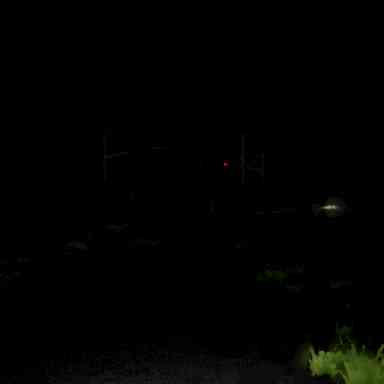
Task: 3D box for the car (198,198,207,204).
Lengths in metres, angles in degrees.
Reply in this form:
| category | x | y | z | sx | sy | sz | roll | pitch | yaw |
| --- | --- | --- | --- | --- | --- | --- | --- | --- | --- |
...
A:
| category | x | y | z | sx | sy | sz | roll | pitch | yaw |
| --- | --- | --- | --- | --- | --- | --- | --- | --- | --- |
| car | 2.619 | 2.276 | 80.824 | 2.033 | 1.411 | 5.357 | 0 | -1 | 3 |
